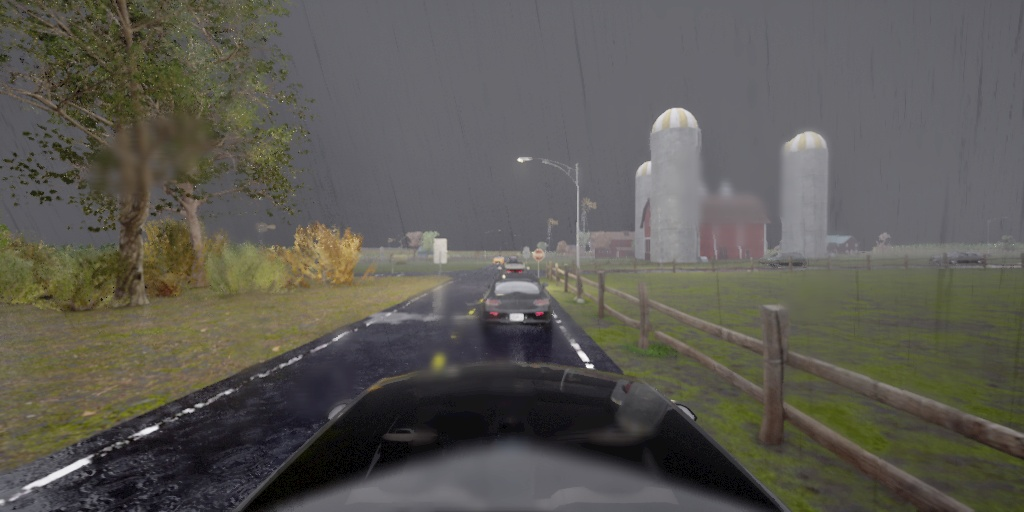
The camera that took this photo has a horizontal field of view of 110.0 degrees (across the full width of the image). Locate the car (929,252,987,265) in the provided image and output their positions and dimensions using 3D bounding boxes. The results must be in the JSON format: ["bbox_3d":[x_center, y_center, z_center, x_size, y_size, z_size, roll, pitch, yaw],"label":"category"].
[{"bbox_3d":[49.262,0.279,39.681,4.902,1.511,2.128,-1,1,0],"label":"car"}]

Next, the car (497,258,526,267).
[{"bbox_3d":[0.145,1.113,23.866,1.837,1.490,4.892,0,0,-1],"label":"car"}]

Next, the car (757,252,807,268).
[{"bbox_3d":[29.827,0.397,39.712,4.553,1.767,2.097,-1,1,0],"label":"car"}]

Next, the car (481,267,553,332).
[{"bbox_3d":[0.127,1.218,10.530,1.812,1.442,4.674,0,0,0],"label":"car"}]
